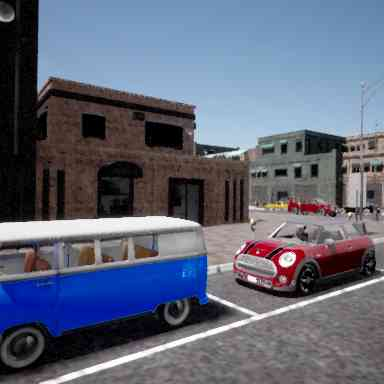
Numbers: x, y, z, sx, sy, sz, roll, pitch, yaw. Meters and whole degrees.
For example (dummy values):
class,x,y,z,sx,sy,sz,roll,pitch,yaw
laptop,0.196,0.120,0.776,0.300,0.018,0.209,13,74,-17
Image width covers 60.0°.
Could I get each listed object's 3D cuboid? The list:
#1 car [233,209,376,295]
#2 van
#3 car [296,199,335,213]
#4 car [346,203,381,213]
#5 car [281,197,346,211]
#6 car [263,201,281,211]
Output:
class,x,y,z,sx,sy,sz,roll,pitch,yaw
car,2.984,1.440,8.671,4.097,1.590,1.967,0,1,-35
van,-1.610,1.339,5.392,3.998,1.788,1.690,0,1,-35
car,15.178,1.738,41.063,1.967,1.590,4.097,0,-1,-35
car,18.341,1.811,36.504,1.947,1.339,4.313,0,-1,-35
car,11.458,1.428,31.728,2.192,1.841,5.009,0,-1,-35
car,11.916,1.878,45.759,1.752,1.417,4.829,0,-1,-35
